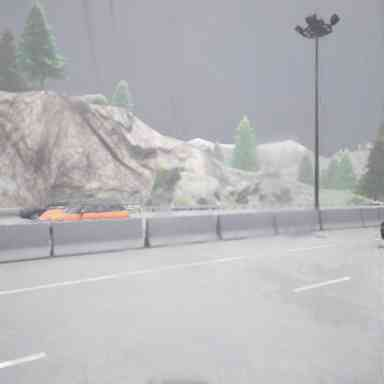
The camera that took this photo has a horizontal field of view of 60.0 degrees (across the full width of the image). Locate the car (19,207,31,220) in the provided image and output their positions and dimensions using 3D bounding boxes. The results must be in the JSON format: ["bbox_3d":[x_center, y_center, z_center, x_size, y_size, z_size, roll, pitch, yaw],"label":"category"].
[{"bbox_3d":[-10.803,1.436,26.044,4.892,1.490,1.837,0,0,-33],"label":"car"}]

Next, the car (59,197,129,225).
[{"bbox_3d":[-7.120,1.282,24.246,4.553,1.767,2.097,0,0,-32],"label":"car"}]

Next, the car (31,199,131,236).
[{"bbox_3d":[-5.438,1.304,17.002,4.553,1.767,2.097,0,0,-33],"label":"car"}]

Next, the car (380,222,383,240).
[{"bbox_3d":[9.847,1.435,13.726,4.892,1.490,1.837,0,0,-29],"label":"car"}]

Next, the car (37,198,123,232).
[{"bbox_3d":[-6.797,1.295,20.299,4.553,1.767,2.097,0,0,-33],"label":"car"}]
